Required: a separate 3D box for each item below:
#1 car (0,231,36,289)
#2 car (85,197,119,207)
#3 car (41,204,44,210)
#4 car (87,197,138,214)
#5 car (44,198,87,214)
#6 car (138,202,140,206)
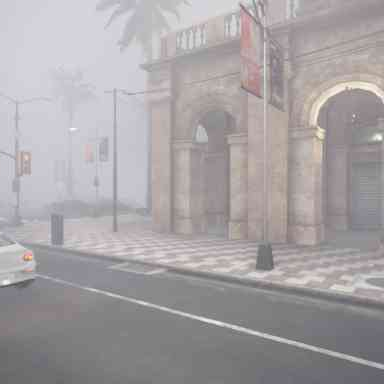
[{"bbox_3d":[-5.527,1.526,7.900,4.674,1.442,1.812,0,0,36],"label":"car"},{"bbox_3d":[-13.786,1.513,51.035,2.161,1.482,4.786,0,0,35],"label":"car"},{"bbox_3d":[-14.809,1.505,38.287,1.837,1.490,4.892,0,0,36],"label":"car"},{"bbox_3d":[-8.293,1.526,34.999,1.812,1.442,4.674,0,0,36],"label":"car"},{"bbox_3d":[-12.539,1.504,35.104,1.837,1.490,4.892,0,0,36],"label":"car"},{"bbox_3d":[-9.410,1.601,45.822,1.895,1.301,4.718,0,0,36],"label":"car"}]
